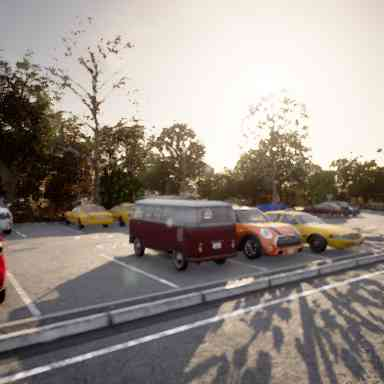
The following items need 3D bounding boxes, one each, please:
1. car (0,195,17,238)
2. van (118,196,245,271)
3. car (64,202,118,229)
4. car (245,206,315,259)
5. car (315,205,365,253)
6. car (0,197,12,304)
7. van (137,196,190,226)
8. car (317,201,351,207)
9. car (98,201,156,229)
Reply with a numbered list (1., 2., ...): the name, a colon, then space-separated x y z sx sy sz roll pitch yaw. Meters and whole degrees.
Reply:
1. car: -11.360 1.199 18.175 2.435 2.045 5.566 0 0 -36
2. van: -0.569 1.234 11.005 1.878 1.987 4.442 0 0 -36
3. car: -6.845 1.462 21.688 1.946 1.575 5.366 0 0 -36
4. car: 1.945 1.348 12.709 2.185 1.767 4.553 1 0 -36
5. car: 4.439 1.496 14.238 1.946 1.575 5.366 1 0 -36
6. car: -5.540 1.200 7.311 2.435 2.045 5.566 0 0 -36
7. van: -2.239 1.280 24.630 1.878 1.987 4.442 1 0 -36
8. car: 14.583 1.939 36.843 2.002 1.452 4.674 2 -1 -36
9. car: -4.685 1.479 23.242 1.946 1.575 5.366 1 0 -36
